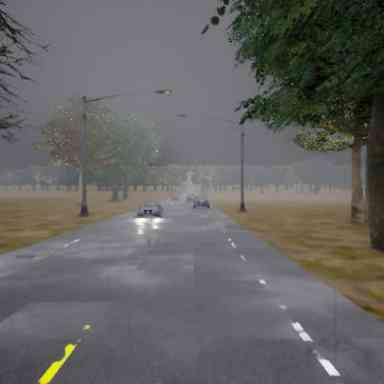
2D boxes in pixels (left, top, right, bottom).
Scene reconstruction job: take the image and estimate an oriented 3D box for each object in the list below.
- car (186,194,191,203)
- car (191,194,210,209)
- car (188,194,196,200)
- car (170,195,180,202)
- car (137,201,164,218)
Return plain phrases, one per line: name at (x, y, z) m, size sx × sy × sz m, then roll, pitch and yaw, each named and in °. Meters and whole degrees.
car at (0.000, 1.123, 62.716) m, size 2.097 × 1.767 × 4.553 m, roll 0°, pitch 0°, yaw 0°
car at (1.224, 1.219, 43.369) m, size 2.097 × 1.767 × 4.553 m, roll 0°, pitch 0°, yaw 0°
car at (0.001, 1.089, 78.770) m, size 1.994 × 1.385 × 4.181 m, roll 0°, pitch 0°, yaw 0°
car at (-3.500, 1.245, 69.579) m, size 2.033 × 1.411 × 5.357 m, roll 0°, pitch 0°, yaw 0°
car at (-3.594, 1.493, 29.168) m, size 1.994 × 1.385 × 4.181 m, roll 0°, pitch 0°, yaw 0°
